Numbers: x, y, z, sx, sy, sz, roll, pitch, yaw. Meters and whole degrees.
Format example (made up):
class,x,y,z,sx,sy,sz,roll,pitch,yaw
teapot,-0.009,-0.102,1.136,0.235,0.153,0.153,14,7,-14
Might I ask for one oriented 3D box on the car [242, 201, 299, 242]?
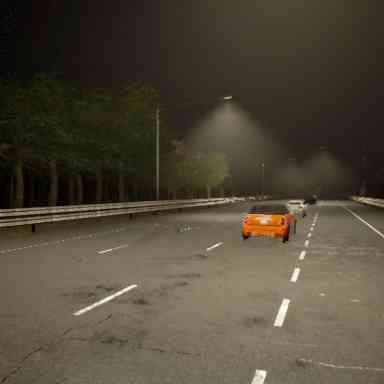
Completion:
class,x,y,z,sx,sy,sz,roll,pitch,yaw
car,3.963,1.353,16.622,2.097,1.767,4.553,0,0,22

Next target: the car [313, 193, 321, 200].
class,x,y,z,sx,sy,sz,roll,pitch,yaw
car,26.842,1.618,73.870,2.128,1.511,4.902,0,0,22

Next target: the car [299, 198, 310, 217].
class,x,y,z,sx,sy,sz,roll,pitch,yaw
car,9.697,1.534,30.971,1.812,1.442,4.674,0,0,22

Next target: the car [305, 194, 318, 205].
class,x,y,z,sx,sy,sz,roll,pitch,yaw
car,20.724,1.526,58.558,1.882,1.535,5.008,0,0,22
